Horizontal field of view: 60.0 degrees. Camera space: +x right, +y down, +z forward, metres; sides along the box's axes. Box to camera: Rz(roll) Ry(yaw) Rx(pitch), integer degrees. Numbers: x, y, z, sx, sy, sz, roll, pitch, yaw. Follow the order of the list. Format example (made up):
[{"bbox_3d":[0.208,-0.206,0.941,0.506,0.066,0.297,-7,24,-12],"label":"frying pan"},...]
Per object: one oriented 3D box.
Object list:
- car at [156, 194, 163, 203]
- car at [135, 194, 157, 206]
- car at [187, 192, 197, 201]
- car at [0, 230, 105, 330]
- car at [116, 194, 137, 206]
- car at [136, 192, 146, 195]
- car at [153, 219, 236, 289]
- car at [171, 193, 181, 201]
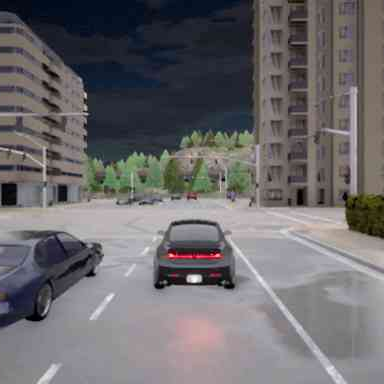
[{"bbox_3d":[-7.018,1.228,66.168,2.097,1.767,4.553,0,0,1],"label":"car"},{"bbox_3d":[-7.068,1.465,51.694,1.994,1.385,4.181,0,0,0],"label":"car"},{"bbox_3d":[0.007,0.925,73.601,2.150,2.045,5.566,0,0,0],"label":"car"},{"bbox_3d":[-3.449,1.534,7.155,2.033,1.411,5.357,0,0,1],"label":"car"},{"bbox_3d":[-10.565,1.393,52.067,2.128,1.511,4.902,0,0,0],"label":"car"},{"bbox_3d":[-10.495,1.090,67.512,2.150,2.045,5.566,0,1,0],"label":"car"},{"bbox_3d":[0.064,1.487,9.078,1.837,1.490,4.892,0,0,0],"label":"car"},{"bbox_3d":[-3.493,1.055,73.542,2.097,1.767,4.553,0,0,0],"label":"car"}]
